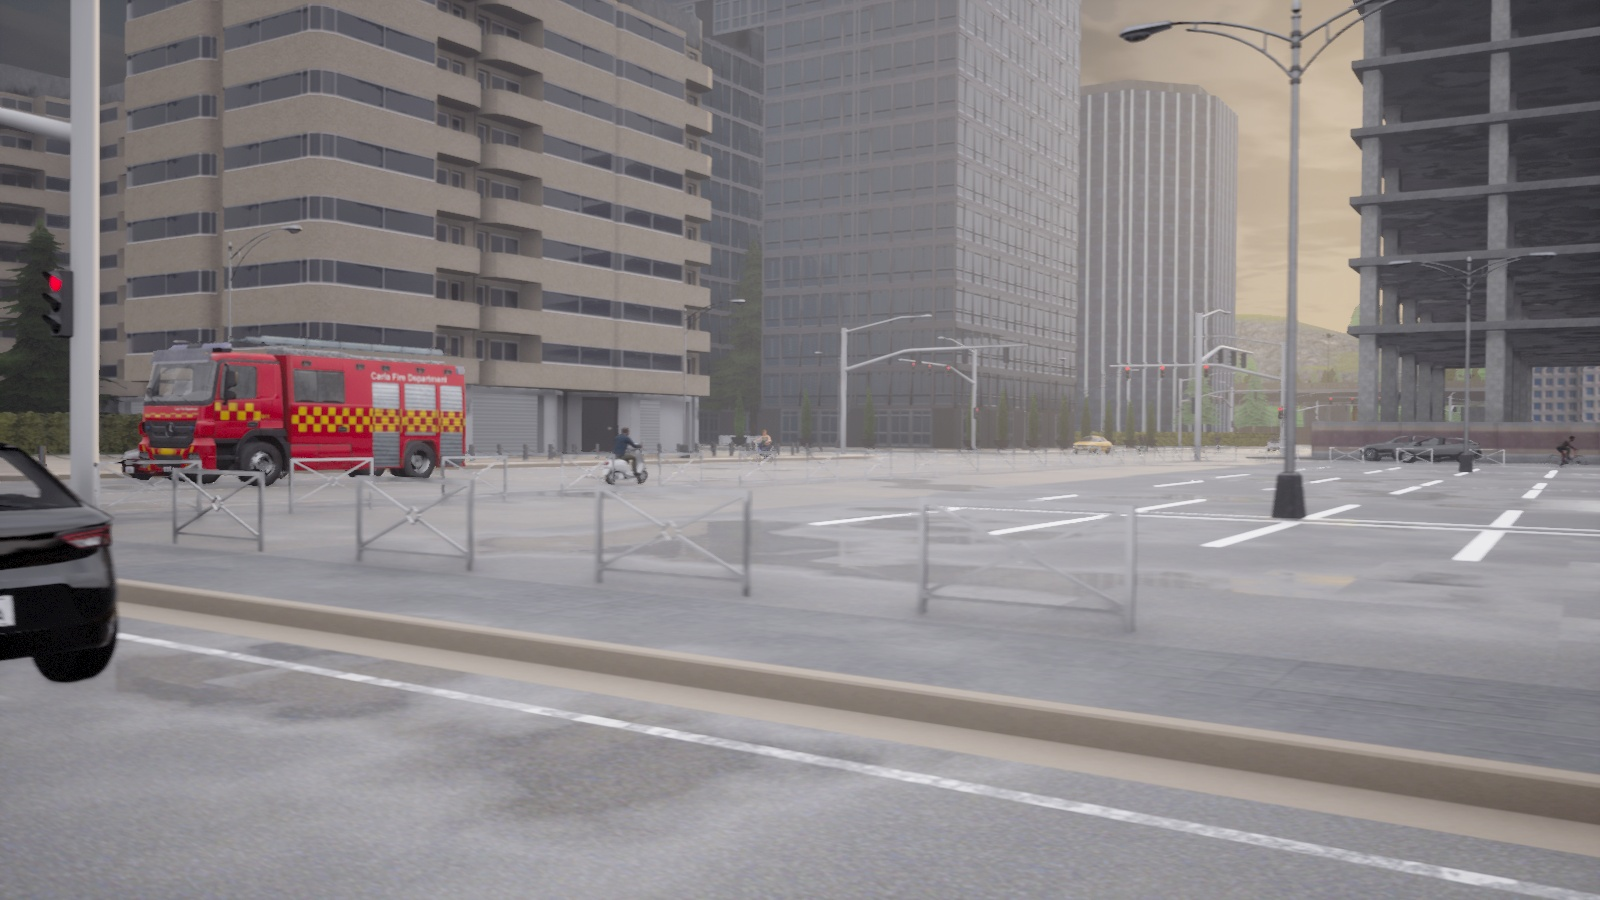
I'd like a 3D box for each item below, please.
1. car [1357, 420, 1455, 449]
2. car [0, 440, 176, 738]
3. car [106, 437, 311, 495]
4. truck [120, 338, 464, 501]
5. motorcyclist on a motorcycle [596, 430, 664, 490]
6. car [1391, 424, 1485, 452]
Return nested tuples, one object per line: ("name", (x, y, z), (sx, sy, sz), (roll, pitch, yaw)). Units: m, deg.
("car", (35.947, -0.891, 74.507), (5.027, 1.651, 2.152), (0, 1, 32))
("car", (-5.743, 0.696, 7.386), (4.193, 1.474, 1.816), (0, 1, 33))
("car", (-16.516, 0.398, 35.344), (2.163, 1.488, 4.792), (0, 1, 32))
("truck", (-13.311, -0.776, 33.871), (2.891, 3.827, 8.468), (0, 1, 32))
("motorcyclist on a motorcycle", (-4.664, 0.255, 34.507), (0.866, 1.590, 1.817), (0, 1, 32))
("car", (35.800, -0.666, 70.485), (4.514, 1.525, 2.007), (0, 1, 32))
